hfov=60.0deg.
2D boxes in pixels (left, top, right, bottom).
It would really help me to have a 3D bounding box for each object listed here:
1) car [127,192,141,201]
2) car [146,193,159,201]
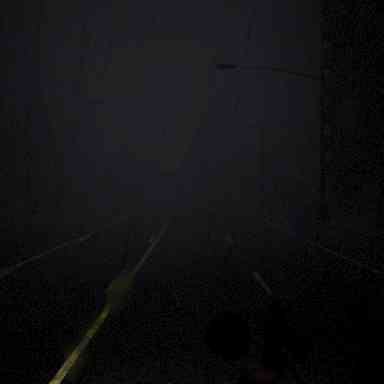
[{"bbox_3d":[-10.542,0.792,60.368,1.837,1.490,4.892,0,1,1],"label":"car"},{"bbox_3d":[-7.037,0.833,60.385,2.033,1.411,5.357,0,1,1],"label":"car"}]
